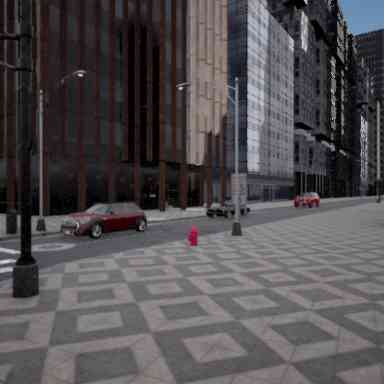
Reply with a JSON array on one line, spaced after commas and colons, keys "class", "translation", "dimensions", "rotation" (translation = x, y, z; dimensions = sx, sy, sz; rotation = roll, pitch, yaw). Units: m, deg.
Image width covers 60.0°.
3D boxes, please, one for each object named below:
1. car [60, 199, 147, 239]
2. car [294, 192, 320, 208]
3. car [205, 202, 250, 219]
[{"class": "car", "translation": [-4.474, 1.301, 17.326], "dimensions": [2.097, 1.767, 4.553], "rotation": [0, 0, 36]}, {"class": "car", "translation": [15.763, 1.072, 45.440], "dimensions": [2.150, 2.045, 5.566], "rotation": [0, 0, 36]}, {"class": "car", "translation": [3.066, 1.514, 27.852], "dimensions": [1.895, 1.301, 4.718], "rotation": [0, 0, 36]}]
